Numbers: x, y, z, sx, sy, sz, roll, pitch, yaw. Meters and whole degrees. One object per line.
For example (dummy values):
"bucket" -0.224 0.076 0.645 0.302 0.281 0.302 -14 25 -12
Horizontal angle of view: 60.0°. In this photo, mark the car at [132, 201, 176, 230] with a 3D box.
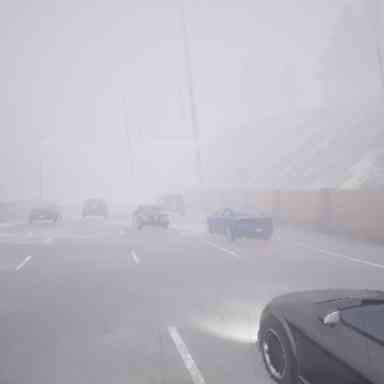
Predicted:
"car" -2.756 1.545 21.414 2.033 1.411 5.357 0 0 -15

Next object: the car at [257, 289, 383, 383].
"car" 2.239 1.564 2.977 1.994 1.385 4.181 0 0 -15

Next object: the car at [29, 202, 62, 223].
"car" -11.089 1.523 25.371 1.812 1.442 4.674 0 0 -15

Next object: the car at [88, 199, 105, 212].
"car" -11.628 1.560 40.655 1.994 1.385 4.181 0 0 -15

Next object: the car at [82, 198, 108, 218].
"car" -8.906 1.353 30.672 2.097 1.767 4.553 0 0 -15

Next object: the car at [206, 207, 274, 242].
"car" 2.195 1.475 16.551 1.882 1.535 5.008 0 0 -15

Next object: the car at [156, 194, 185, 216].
"car" -2.225 1.216 32.782 2.150 2.045 5.566 0 0 -15
